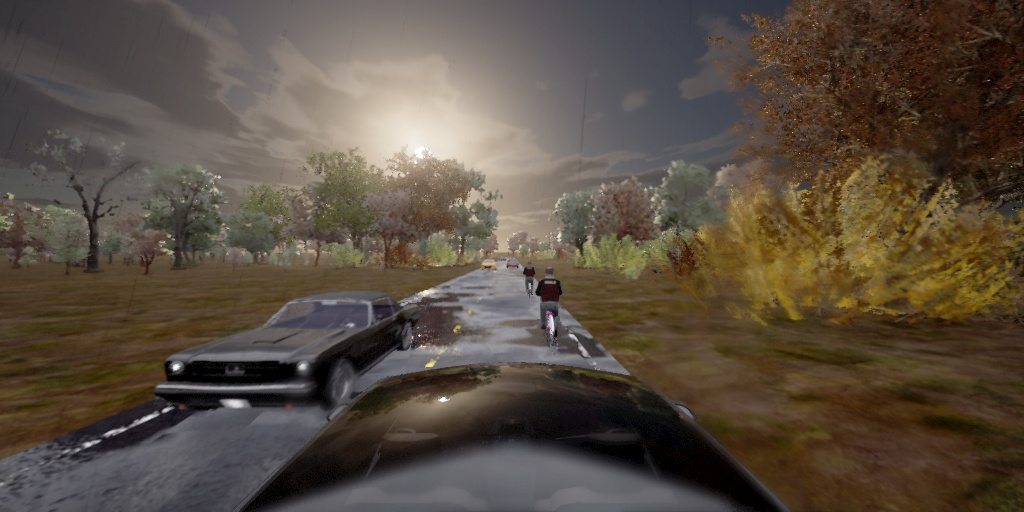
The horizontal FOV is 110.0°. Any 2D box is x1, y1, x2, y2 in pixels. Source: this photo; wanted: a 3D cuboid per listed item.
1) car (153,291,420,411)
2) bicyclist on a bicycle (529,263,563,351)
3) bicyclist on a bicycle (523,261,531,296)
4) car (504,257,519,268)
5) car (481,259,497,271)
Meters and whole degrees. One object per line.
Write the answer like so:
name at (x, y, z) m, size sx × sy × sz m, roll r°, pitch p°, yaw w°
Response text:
car at (-3.104, 1.350, 6.228) m, size 1.895 × 1.301 × 4.718 m, roll 0°, pitch 0°, yaw 0°
bicyclist on a bicycle at (0.826, 1.120, 8.107) m, size 0.659 × 1.776 × 1.843 m, roll 0°, pitch 0°, yaw 0°
bicyclist on a bicycle at (0.823, 1.118, 17.106) m, size 0.659 × 1.776 × 1.843 m, roll 0°, pitch 0°, yaw 0°
car at (0.086, 1.276, 60.312) m, size 1.994 × 1.385 × 4.181 m, roll 0°, pitch 0°, yaw 0°
car at (-3.103, 1.201, 48.667) m, size 1.882 × 1.535 × 5.008 m, roll 0°, pitch 0°, yaw 0°
